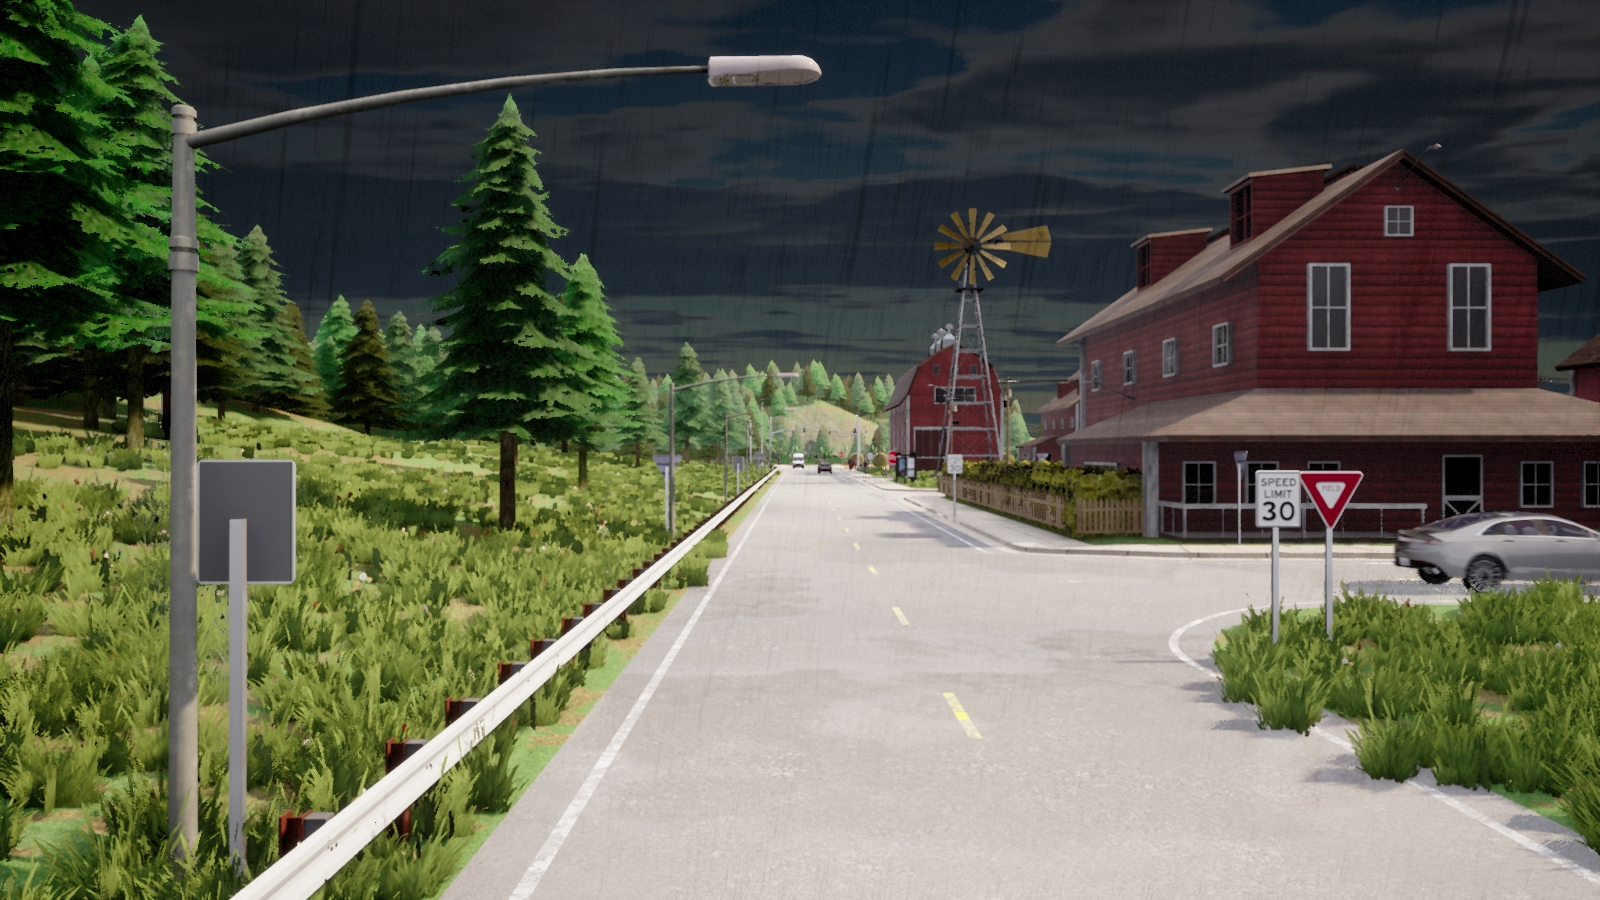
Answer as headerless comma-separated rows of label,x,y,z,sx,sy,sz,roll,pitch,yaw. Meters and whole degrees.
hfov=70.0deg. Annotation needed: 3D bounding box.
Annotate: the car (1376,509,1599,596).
car,14.186,1.955,22.205,4.902,1.511,2.128,0,0,1
